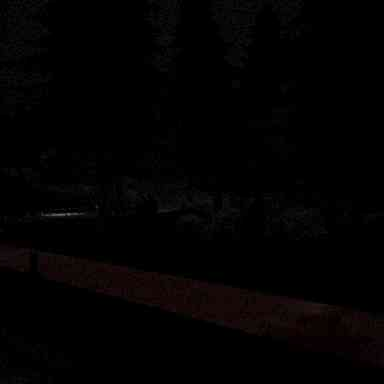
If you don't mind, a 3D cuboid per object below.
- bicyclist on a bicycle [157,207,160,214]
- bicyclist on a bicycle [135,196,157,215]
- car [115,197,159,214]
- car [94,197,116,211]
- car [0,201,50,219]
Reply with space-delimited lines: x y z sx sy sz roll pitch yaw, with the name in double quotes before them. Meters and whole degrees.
"bicyclist on a bicycle" -3.529 1.142 28.924 1.656 1.620 0.582 0 0 22
"bicyclist on a bicycle" -4.091 1.141 28.441 1.656 1.620 0.582 0 0 15
"car" -5.266 1.401 33.861 1.994 1.385 4.181 0 0 35
"car" -8.295 1.329 35.907 2.128 1.511 4.902 0 0 36
"car" -14.350 1.438 27.422 1.895 1.301 4.718 0 0 35
